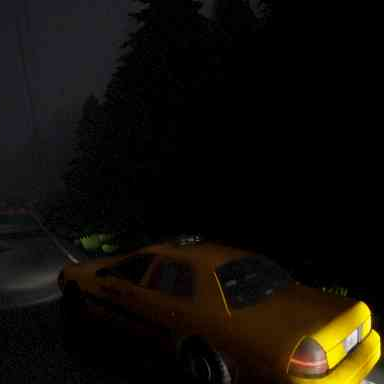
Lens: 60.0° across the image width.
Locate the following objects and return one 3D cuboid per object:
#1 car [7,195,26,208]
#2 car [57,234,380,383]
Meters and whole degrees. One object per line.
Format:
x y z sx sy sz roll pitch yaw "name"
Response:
-21.131 1.060 40.057 2.128 1.511 4.902 -2 2 -26 "car"
-0.251 1.418 5.080 5.366 1.575 1.801 1 1 44 "car"
